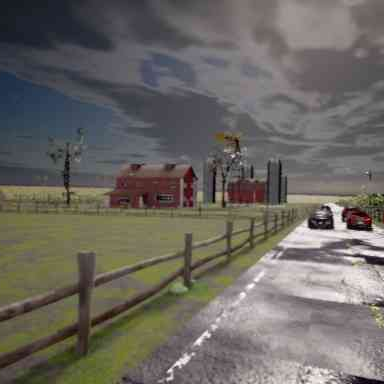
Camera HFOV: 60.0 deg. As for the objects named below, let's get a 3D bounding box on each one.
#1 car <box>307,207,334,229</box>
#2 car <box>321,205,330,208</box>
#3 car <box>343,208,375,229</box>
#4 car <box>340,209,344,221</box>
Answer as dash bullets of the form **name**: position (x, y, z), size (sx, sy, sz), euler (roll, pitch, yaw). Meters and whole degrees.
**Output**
- **car**: position (10.736, 2.260, 27.652), size (1.994, 1.385, 4.181), euler (1, -1, 22)
- **car**: position (21.631, 2.919, 53.992), size (1.812, 1.442, 4.674), euler (1, -1, 22)
- **car**: position (14.277, 2.339, 28.573), size (1.812, 1.442, 4.674), euler (1, -1, 22)
- **car**: position (18.449, 2.560, 38.837), size (1.882, 1.535, 5.008), euler (1, -1, 23)
